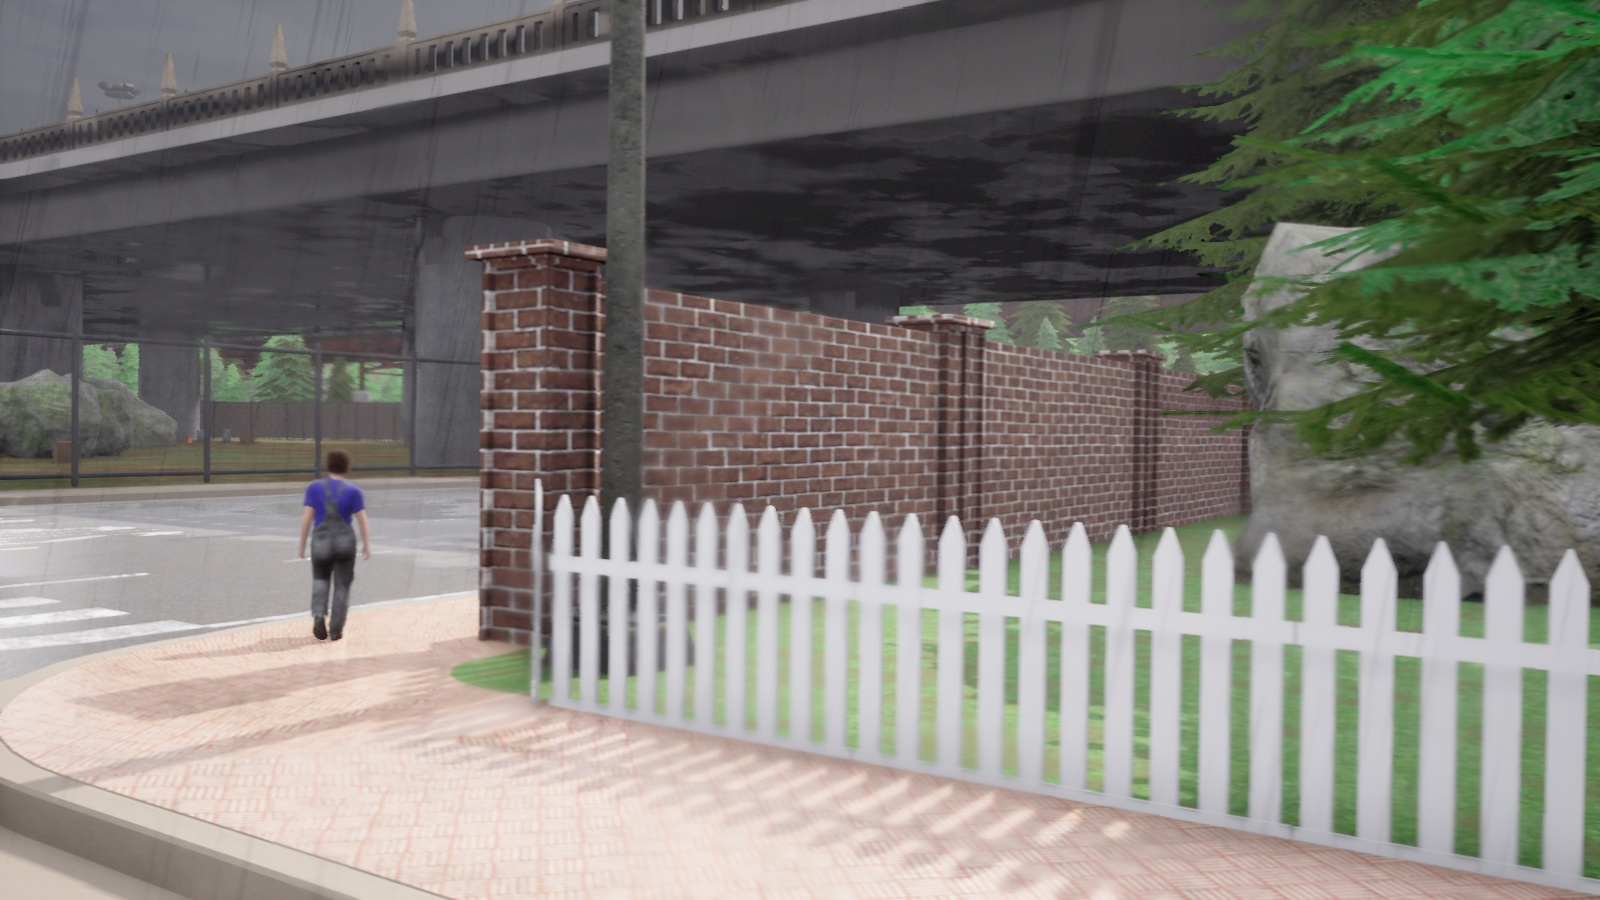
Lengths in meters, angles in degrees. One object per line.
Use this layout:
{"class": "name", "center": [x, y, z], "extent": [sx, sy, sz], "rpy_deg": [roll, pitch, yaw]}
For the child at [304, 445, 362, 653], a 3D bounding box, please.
{"class": "child", "center": [-2.933, 0.601, 7.902], "extent": [0.270, 1.263, 0.437], "rpy_deg": [0, 1, -13]}
